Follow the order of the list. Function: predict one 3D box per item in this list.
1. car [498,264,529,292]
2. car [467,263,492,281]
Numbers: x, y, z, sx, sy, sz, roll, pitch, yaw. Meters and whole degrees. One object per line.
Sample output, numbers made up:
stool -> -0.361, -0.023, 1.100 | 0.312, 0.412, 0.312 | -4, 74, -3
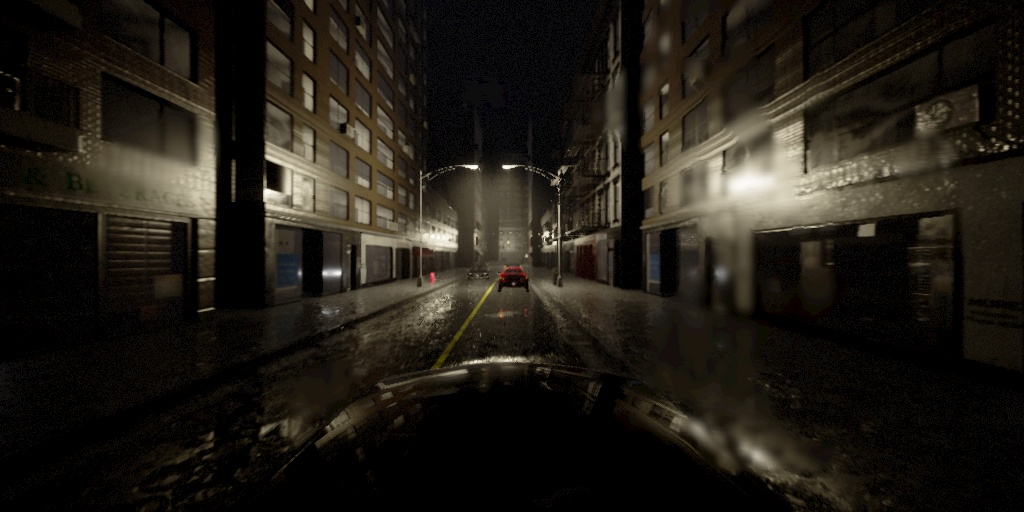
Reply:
car -> 0.090, 1.381, 22.383 | 1.812, 1.442, 4.674 | 0, 0, 0
car -> -2.857, 1.407, 31.940 | 1.837, 1.490, 4.892 | 0, 0, 0
